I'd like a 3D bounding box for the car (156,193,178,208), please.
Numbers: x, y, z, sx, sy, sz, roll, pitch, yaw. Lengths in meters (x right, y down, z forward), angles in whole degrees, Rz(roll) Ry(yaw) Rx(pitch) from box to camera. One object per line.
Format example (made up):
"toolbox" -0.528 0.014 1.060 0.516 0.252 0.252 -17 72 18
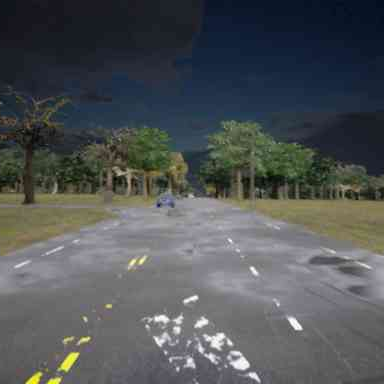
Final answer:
"car" -3.476 1.122 44.780 2.150 2.045 5.566 1 -1 0

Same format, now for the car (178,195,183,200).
"car" -3.550 1.548 93.502 1.837 1.490 4.892 0 0 0
